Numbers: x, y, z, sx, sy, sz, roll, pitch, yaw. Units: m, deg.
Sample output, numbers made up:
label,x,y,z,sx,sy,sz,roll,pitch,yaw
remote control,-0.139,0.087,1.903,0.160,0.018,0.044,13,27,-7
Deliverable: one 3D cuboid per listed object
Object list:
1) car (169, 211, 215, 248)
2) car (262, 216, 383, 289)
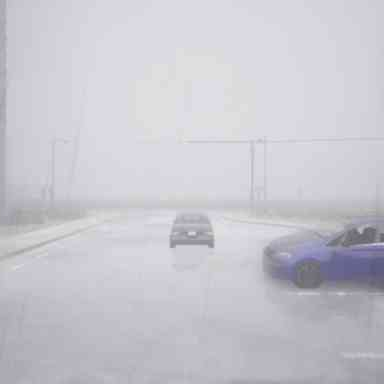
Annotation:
label,x,y,z,sx,sy,sz,roll,pitch,yaw
car,0.000,1.560,14.650,2.033,1.411,5.357,0,0,0
car,4.216,1.476,8.755,4.611,1.667,2.242,0,0,1
